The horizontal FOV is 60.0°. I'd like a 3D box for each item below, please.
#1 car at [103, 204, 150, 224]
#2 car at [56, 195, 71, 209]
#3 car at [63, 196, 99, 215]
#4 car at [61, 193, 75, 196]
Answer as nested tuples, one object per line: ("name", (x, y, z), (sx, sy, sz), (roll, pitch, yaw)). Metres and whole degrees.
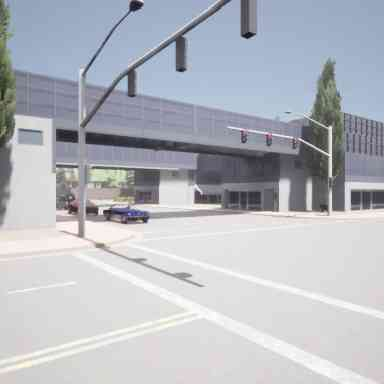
("car", (-4.993, 1.601, 25.019), (1.895, 1.301, 4.718), (0, 0, -36))
("car", (-16.802, 1.503, 41.246), (1.837, 1.490, 4.892), (0, 0, -36))
("car", (-10.893, 1.478, 33.120), (1.882, 1.535, 5.008), (0, 0, -36))
("car", (-23.774, 1.221, 63.014), (2.150, 2.045, 5.566), (0, 0, -36))
